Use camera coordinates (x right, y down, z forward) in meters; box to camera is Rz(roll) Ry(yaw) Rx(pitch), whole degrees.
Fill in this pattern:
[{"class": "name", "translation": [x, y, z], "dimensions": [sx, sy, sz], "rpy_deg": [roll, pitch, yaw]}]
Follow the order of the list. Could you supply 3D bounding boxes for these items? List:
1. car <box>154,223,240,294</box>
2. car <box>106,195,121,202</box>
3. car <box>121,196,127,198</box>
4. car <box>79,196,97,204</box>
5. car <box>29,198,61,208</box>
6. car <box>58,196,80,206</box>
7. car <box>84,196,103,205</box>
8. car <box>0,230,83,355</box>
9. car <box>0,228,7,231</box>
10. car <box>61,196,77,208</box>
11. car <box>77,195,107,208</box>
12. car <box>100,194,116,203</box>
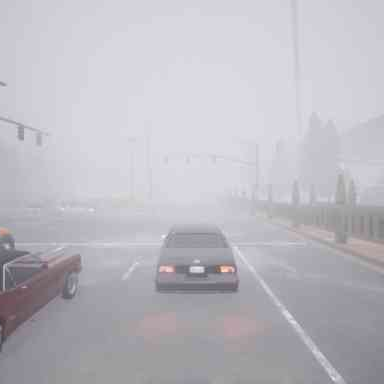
[{"class": "car", "translation": [0.093, 1.547, 8.951], "dimensions": [2.033, 1.411, 5.357], "rpy_deg": [0, 0, 0]}, {"class": "car", "translation": [-14.121, 1.601, 57.358], "dimensions": [1.895, 1.301, 4.718], "rpy_deg": [0, 0, 0]}, {"class": "car", "translation": [-14.056, 1.491, 67.802], "dimensions": [2.128, 1.511, 4.902], "rpy_deg": [0, 0, 0]}, {"class": "car", "translation": [-21.054, 1.525, 67.609], "dimensions": [2.128, 1.511, 4.902], "rpy_deg": [0, 0, 0]}, {"class": "car", "translation": [-21.136, 1.547, 47.398], "dimensions": [2.033, 1.411, 5.357], "rpy_deg": [0, 0, 0]}, {"class": "car", "translation": [-21.117, 1.478, 57.269], "dimensions": [1.882, 1.535, 5.008], "rpy_deg": [0, 0, 0]}, {"class": "car", "translation": [-17.612, 1.478, 59.445], "dimensions": [1.882, 1.535, 5.008], "rpy_deg": [0, 0, 1]}, {"class": "car", "translation": [-3.404, 1.601, 5.496], "dimensions": [1.895, 1.301, 4.718], "rpy_deg": [0, 0, 0]}, {"class": "car", "translation": [-6.907, 1.352, 9.161], "dimensions": [2.097, 1.767, 4.553], "rpy_deg": [0, 0, 0]}, {"class": "car", "translation": [-17.619, 1.526, 49.410], "dimensions": [1.812, 1.442, 4.674], "rpy_deg": [0, 0, 0]}, {"class": "car", "translation": [-14.136, 1.547, 47.286], "dimensions": [2.033, 1.411, 5.357], "rpy_deg": [0, 0, 0]}, {"class": "car", "translation": [-17.556, 1.355, 69.743], "dimensions": [2.097, 1.767, 4.553], "rpy_deg": [0, 0, 0]}]
